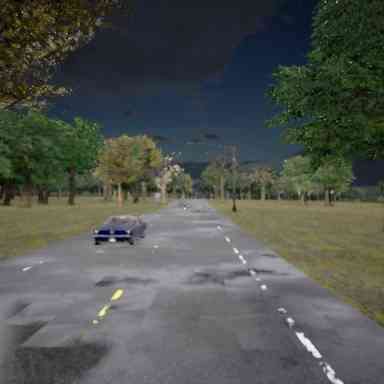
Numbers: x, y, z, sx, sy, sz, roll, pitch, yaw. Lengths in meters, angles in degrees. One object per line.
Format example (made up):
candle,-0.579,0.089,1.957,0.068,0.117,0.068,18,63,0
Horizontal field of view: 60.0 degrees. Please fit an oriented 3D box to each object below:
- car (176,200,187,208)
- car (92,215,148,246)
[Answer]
car,-2.171,2.396,68.844,2.097,1.767,4.553,0,-1,1
car,-3.472,1.858,16.791,1.895,1.301,4.718,0,-1,1
